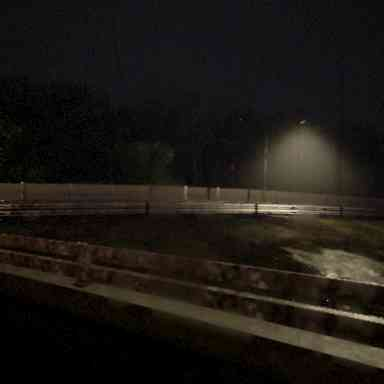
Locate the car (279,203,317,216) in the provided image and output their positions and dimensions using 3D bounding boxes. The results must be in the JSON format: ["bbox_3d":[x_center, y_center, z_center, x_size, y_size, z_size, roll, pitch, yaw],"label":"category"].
[{"bbox_3d":[12.555,2.073,39.364,4.892,1.490,1.837,3,-1,-21],"label":"car"}]
